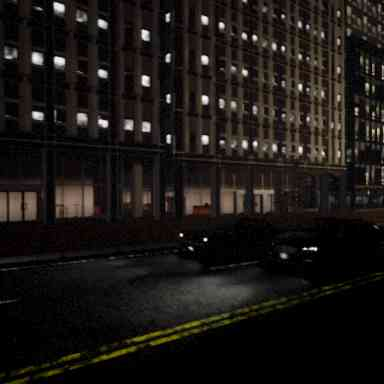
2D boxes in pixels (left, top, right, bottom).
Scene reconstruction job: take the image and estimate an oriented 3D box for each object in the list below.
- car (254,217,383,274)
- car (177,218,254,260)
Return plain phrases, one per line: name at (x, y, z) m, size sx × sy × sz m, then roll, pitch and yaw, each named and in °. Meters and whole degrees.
car at (4.632, 1.592, 10.983) m, size 4.902 × 1.511 × 2.128 m, roll 1°, pitch 0°, yaw -35°
car at (1.772, 1.689, 12.936) m, size 4.718 × 1.301 × 1.895 m, roll 1°, pitch 0°, yaw -36°
